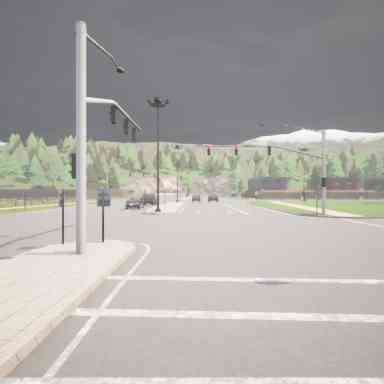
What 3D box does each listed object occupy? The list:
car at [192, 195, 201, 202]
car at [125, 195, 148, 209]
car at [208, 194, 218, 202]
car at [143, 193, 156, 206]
[{"bbox_3d":[0.878,1.358,69.786,2.128,1.511,4.902,0,0,1],"label":"car"},{"bbox_3d":[-7.573,1.491,44.319,2.128,1.511,4.902,0,0,1],"label":"car"},{"bbox_3d":[4.377,1.188,69.710,2.097,1.767,4.553,0,0,1],"label":"car"},{"bbox_3d":[-7.382,1.219,56.121,2.150,2.045,5.566,0,0,2],"label":"car"}]
